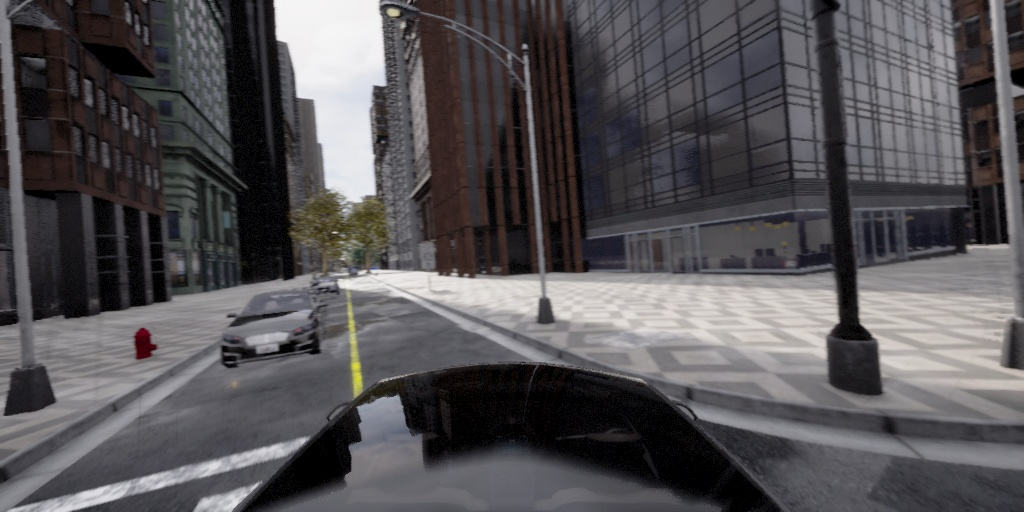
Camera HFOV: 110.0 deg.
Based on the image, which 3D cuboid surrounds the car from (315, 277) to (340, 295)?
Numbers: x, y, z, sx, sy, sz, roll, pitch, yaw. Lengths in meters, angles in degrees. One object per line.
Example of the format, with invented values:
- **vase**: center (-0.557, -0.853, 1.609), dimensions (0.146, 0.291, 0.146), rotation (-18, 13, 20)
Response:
- **car**: center (-14.121, 2.300, 27.103), dimensions (1.994, 1.385, 4.181), rotation (-4, 0, -25)

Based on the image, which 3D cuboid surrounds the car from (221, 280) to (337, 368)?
- **car**: center (-5.979, 1.660, 9.456), dimensions (2.128, 1.511, 4.902), rotation (-4, 1, -25)
